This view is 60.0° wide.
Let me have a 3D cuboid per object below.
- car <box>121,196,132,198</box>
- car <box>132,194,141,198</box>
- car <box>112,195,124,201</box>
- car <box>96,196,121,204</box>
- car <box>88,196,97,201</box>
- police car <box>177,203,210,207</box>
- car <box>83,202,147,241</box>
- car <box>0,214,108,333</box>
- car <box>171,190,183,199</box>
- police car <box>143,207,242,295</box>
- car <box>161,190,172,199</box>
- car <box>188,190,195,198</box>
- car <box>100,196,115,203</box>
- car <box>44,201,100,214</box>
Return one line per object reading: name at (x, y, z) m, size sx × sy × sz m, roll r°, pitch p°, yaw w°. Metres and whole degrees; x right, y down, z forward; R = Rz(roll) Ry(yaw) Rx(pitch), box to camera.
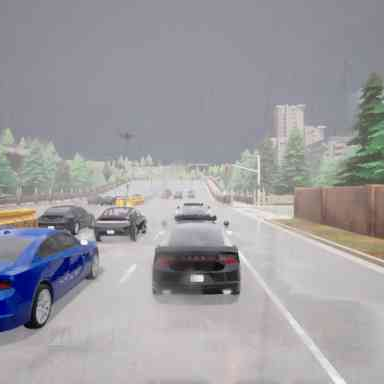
car at (-14.044, 1.491, 66.313) m, size 2.128 × 1.511 × 4.902 m, roll 0°, pitch 0°, yaw 0°
car at (-14.126, 1.225, 85.000) m, size 2.128 × 1.511 × 4.902 m, roll 0°, pitch 2°, yaw 0°
car at (-17.593, 1.501, 79.322) m, size 1.895 × 1.301 × 4.718 m, roll 0°, pitch 1°, yaw 0°
car at (-14.105, 1.547, 56.689) m, size 2.033 × 1.411 × 5.357 m, roll 0°, pitch 0°, yaw 0°
car at (-17.584, 1.505, 60.641) m, size 1.837 × 1.490 × 4.892 m, roll 0°, pitch 0°, yaw 0°
police car at (0.090, 1.425, 18.771) m, size 1.930 × 1.638 × 5.238 m, roll 0°, pitch 0°, yaw 0°
car at (-3.417, 1.491, 16.528) m, size 2.128 × 1.511 × 4.902 m, roll 0°, pitch 0°, yaw 1°
car at (-3.404, 1.478, 6.954) m, size 1.882 × 1.535 × 5.008 m, roll 0°, pitch 0°, yaw 0°
car at (-3.645, 0.903, 88.111) m, size 2.097 × 1.767 × 4.553 m, roll 0°, pitch 3°, yaw 0°
police car at (0.096, 1.425, 8.868) m, size 1.930 × 1.638 × 5.238 m, roll 0°, pitch 0°, yaw 0°
car at (-7.147, 1.071, 88.534) m, size 1.994 × 1.385 × 4.181 m, roll 0°, pitch 4°, yaw 0°
car at (-0.164, 0.931, 91.320) m, size 1.895 × 1.301 × 4.718 m, roll 0°, pitch 4°, yaw 0°
car at (-17.537, 1.552, 69.263) m, size 1.994 × 1.385 × 4.181 m, roll 0°, pitch 0°, yaw 0°
car at (-6.909, 1.505, 18.730) m, size 1.837 × 1.490 × 4.892 m, roll 0°, pitch 0°, yaw 0°
